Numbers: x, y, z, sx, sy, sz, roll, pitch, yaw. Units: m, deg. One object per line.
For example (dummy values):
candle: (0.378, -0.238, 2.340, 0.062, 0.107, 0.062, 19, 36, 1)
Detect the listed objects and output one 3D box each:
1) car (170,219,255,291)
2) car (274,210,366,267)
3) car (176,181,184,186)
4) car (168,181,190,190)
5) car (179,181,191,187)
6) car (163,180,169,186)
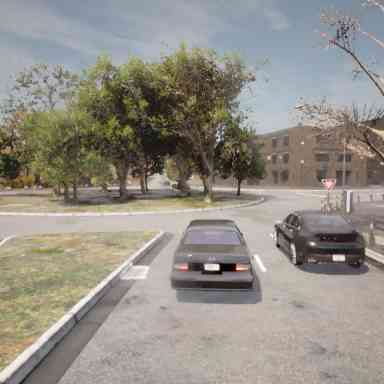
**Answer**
car: (0.549, 1.449, 8.951, 2.033, 1.411, 5.357, 0, 1, 4)
car: (3.947, 1.370, 10.974, 1.837, 1.490, 4.892, 0, 2, 4)
car: (-3.076, -2.101, 84.104, 1.895, 1.301, 4.718, 0, 1, -4)
car: (-2.062, -1.211, 61.002, 2.033, 1.411, 5.357, -1, 4, -22)
car: (-1.623, -1.793, 74.010, 1.895, 1.301, 4.718, -1, 2, -9)
car: (-6.342, -2.188, 84.113, 1.837, 1.490, 4.892, 0, 1, -4)
